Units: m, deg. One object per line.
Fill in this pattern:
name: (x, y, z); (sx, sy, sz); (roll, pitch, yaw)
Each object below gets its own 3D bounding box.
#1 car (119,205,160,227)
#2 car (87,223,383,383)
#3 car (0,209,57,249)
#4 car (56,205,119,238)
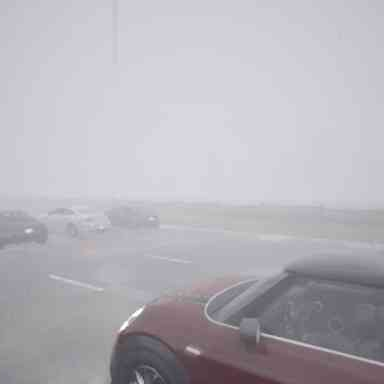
car: (-3.884, 1.438, 19.656); (4.181, 1.385, 1.994); (1, 0, 35)
car: (1.350, 1.347, 3.028); (4.553, 1.767, 2.097); (1, 0, 35)
car: (-7.875, 1.438, 13.906); (4.181, 1.385, 1.994); (1, 0, 35)
car: (-6.140, 1.396, 16.950); (4.674, 1.442, 1.812); (1, 0, 35)
